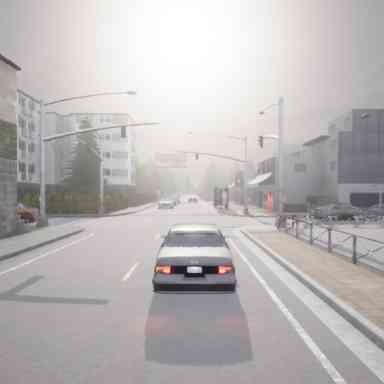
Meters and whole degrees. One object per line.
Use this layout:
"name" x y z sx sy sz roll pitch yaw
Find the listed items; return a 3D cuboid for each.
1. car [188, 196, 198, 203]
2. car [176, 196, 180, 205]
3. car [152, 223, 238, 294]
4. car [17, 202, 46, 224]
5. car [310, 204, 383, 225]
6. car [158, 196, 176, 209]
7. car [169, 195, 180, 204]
"car" 0.197 1.525 68.808 1.812 1.442 4.674 0 0 0
"car" -3.508 1.504 55.834 1.837 1.490 4.892 0 0 0
"car" 0.072 1.547 8.922 2.033 1.411 5.357 0 0 1
"car" -13.769 1.528 25.688 4.553 1.767 2.097 0 0 -2
"car" 11.646 1.668 25.591 4.902 1.511 2.128 0 0 0
"car" -3.534 1.525 45.830 1.812 1.442 4.674 0 0 0
"car" -3.440 1.477 65.975 1.882 1.535 5.008 0 0 0
